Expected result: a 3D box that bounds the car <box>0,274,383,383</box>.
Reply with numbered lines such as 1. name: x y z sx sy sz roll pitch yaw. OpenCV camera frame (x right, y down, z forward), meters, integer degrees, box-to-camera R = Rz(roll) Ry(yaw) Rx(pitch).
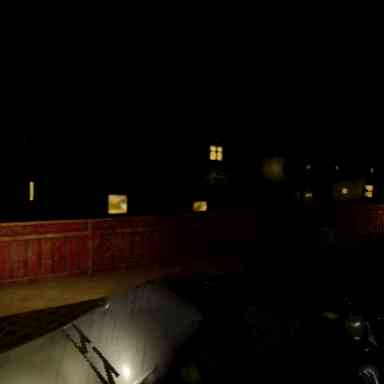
1. car: -0.099 1.564 3.002 4.181 1.385 1.994 0 0 -35
